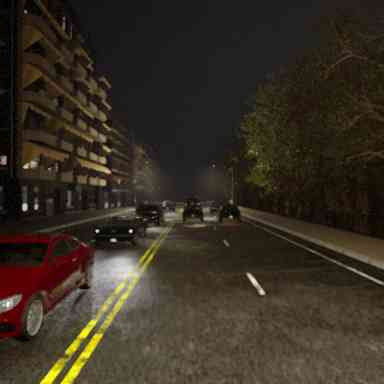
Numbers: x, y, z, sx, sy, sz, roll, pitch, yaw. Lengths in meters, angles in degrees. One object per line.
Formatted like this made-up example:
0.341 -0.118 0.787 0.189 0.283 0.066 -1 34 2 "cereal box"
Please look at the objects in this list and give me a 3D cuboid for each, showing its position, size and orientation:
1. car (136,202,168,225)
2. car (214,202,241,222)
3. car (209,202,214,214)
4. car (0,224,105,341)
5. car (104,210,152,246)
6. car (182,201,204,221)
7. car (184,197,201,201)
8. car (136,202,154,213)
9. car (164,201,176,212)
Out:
-3.292 1.796 26.587 1.837 1.490 4.892 0 -1 2 "car"
3.254 1.832 29.902 1.837 1.490 4.892 0 -1 0 "car"
3.271 2.022 43.078 2.033 1.411 5.357 0 -1 0 "car"
-3.351 1.600 6.766 1.812 1.442 4.674 0 -1 0 "car"
-3.347 1.780 16.419 1.895 1.301 4.718 0 -1 0 "car"
0.089 1.825 30.384 2.128 1.511 4.902 0 -1 0 "car"
0.039 1.722 45.275 2.150 2.045 5.566 0 0 0 "car"
-6.519 2.086 46.591 1.994 1.385 4.181 0 -1 0 "car"
-3.268 2.013 46.624 2.128 1.511 4.902 0 -1 0 "car"
